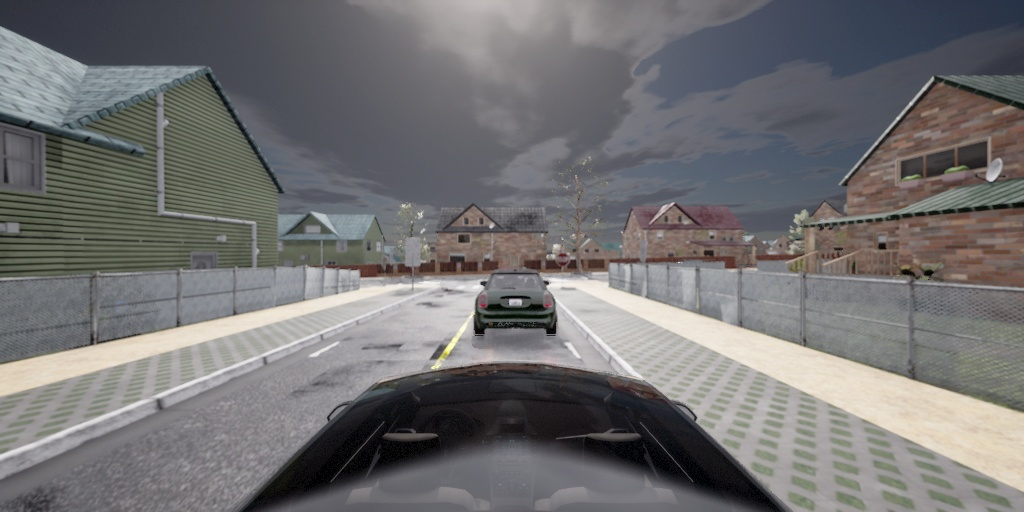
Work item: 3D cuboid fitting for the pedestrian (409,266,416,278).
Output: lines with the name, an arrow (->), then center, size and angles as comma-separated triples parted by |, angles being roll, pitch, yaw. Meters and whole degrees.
pedestrian -> -9.666, 1.222, 34.817 | 0.375, 1.860, 0.375 | 0, 2, 0

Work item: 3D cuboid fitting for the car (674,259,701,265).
car -> 15.367, 1.038, 31.959 | 4.674, 1.442, 1.812 | -1, 0, 0

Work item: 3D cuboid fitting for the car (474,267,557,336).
car -> 0.087, 1.156, 10.790 | 2.097, 1.767, 4.553 | 0, 0, 0
